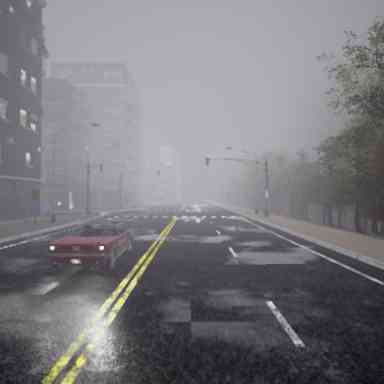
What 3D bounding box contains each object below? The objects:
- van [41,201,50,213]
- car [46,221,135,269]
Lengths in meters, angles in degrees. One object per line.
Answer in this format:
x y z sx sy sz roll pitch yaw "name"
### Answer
-22.726 2.151 48.137 3.998 1.788 1.690 -1 0 -1 "van"
-3.349 1.734 11.825 1.895 1.301 4.718 0 -1 0 "car"
